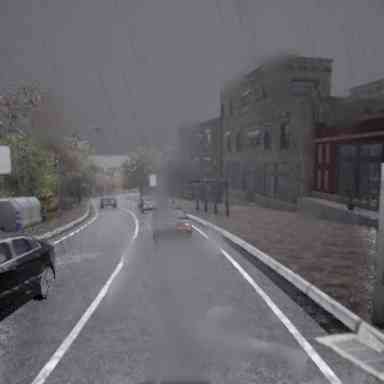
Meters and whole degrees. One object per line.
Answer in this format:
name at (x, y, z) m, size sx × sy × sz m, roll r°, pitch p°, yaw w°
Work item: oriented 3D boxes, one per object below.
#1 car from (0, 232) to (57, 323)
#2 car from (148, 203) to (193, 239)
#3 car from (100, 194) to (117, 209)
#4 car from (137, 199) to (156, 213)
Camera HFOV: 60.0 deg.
car at (-3.854, 1.503, 5.537) m, size 2.128 × 1.511 × 4.902 m, roll 0°, pitch 0°, yaw -3°
car at (-1.118, 1.515, 17.229) m, size 2.033 × 1.411 × 5.357 m, roll -1°, pitch 0°, yaw -7°
car at (-12.163, 1.346, 48.364) m, size 2.150 × 2.045 × 5.566 m, roll -2°, pitch 0°, yaw -17°
car at (-4.860, 1.516, 36.414) m, size 2.033 × 1.411 × 5.357 m, roll -2°, pitch 0°, yaw -15°
